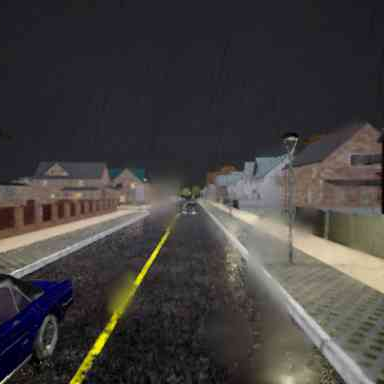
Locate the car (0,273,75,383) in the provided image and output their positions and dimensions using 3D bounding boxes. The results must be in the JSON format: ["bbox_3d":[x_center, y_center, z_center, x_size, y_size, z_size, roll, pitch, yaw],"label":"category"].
[{"bbox_3d":[-2.840,1.611,3.167,1.895,1.301,4.718,0,0,0],"label":"car"}]

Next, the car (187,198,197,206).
[{"bbox_3d":[-0.005,1.896,60.930,2.033,1.411,5.357,0,0,0],"label":"car"}]

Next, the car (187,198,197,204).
[{"bbox_3d":[-0.007,1.954,71.511,1.895,1.301,4.718,0,-1,0],"label":"car"}]
